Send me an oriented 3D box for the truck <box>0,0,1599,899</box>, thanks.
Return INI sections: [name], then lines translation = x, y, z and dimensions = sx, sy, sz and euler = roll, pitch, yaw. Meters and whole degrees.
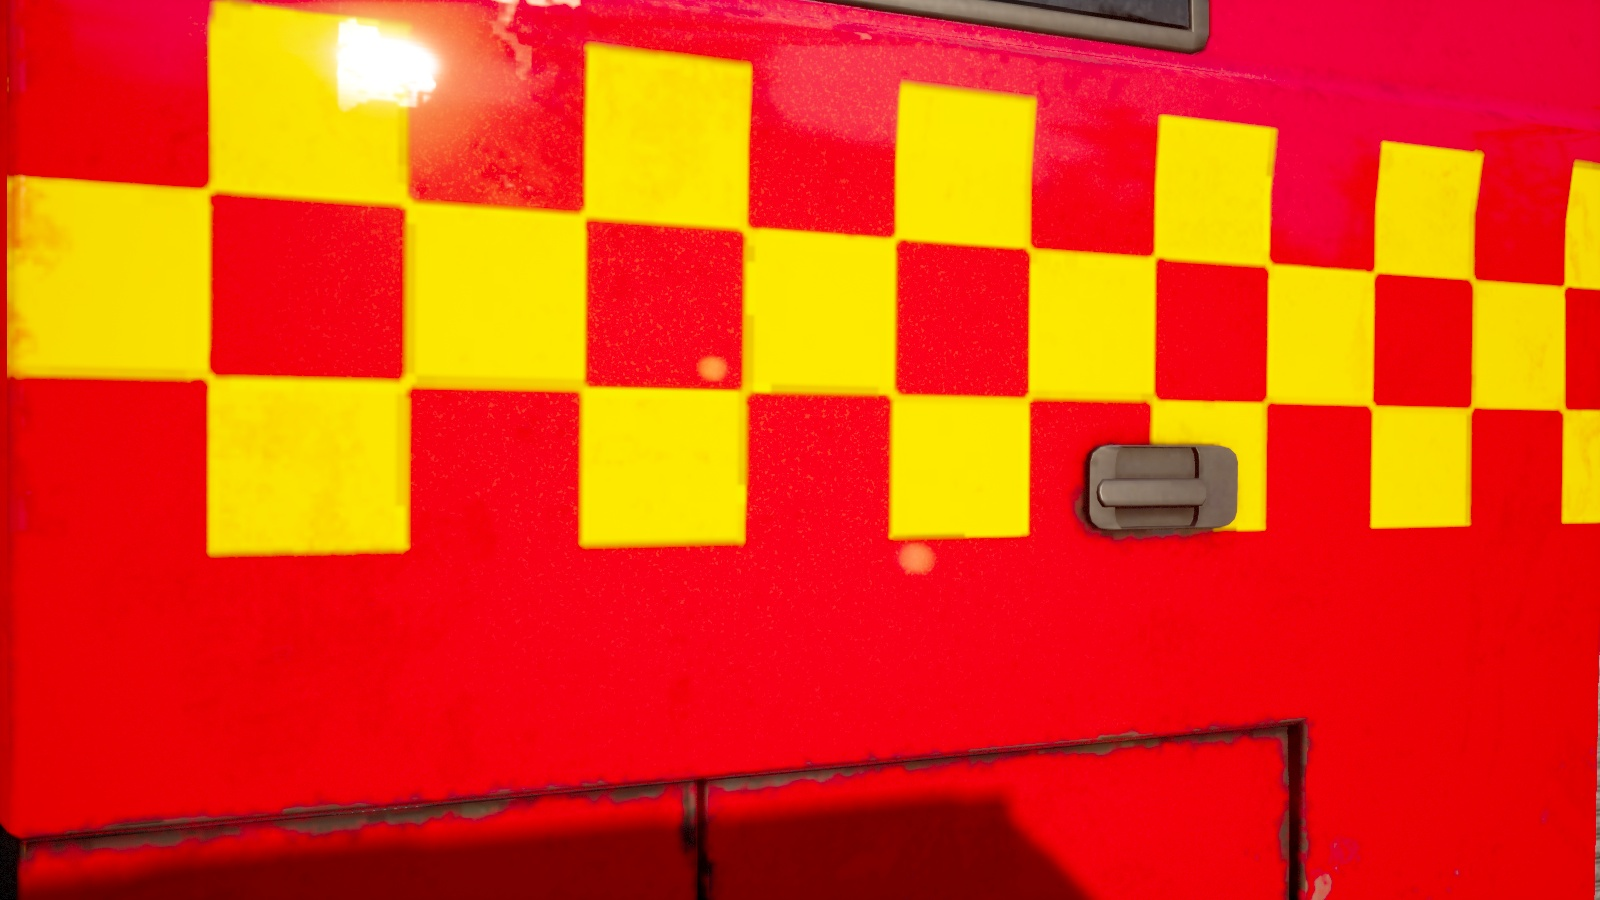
[truck]
translation = 0.048, -0.420, 3.242
dimensions = 8.468, 3.827, 2.891
euler = -1, 1, -21
